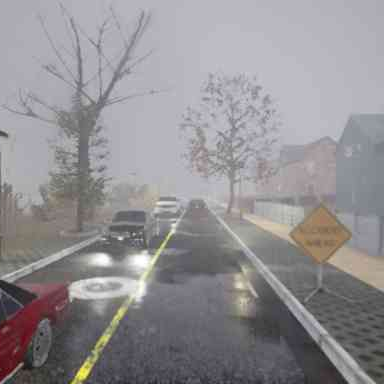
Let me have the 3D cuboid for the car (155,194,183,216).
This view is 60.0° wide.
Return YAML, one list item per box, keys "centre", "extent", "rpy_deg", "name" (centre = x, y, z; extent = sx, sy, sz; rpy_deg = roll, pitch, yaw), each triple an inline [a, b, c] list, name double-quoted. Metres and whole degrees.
- centre: [-2.368, 1.295, 33.069]
  extent: [2.150, 2.045, 5.566]
  rpy_deg: [0, 0, 1]
  name: "car"

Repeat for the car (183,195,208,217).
- centre: [0.482, 1.428, 32.766]
  extent: [2.097, 1.767, 4.553]
  rpy_deg: [0, 0, 1]
  name: "car"

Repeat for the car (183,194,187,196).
- centre: [-1.936, 1.394, 68.118]
  extent: [2.150, 2.045, 5.566]
  rpy_deg: [0, 0, 1]
  name: "car"

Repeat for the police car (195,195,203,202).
- centre: [1.833, 1.668, 83.855]
  extent: [1.930, 1.638, 5.238]
  rpy_deg: [0, 0, 1]
  name: "police car"

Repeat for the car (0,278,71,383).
- centre: [-2.839, 1.597, 2.949]
  extent: [1.895, 1.301, 4.718]
  rpy_deg: [0, 0, 1]
  name: "car"

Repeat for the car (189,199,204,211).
- centre: [0.606, 1.632, 43.816]
  extent: [1.812, 1.442, 4.674]
  rpy_deg: [0, 0, 1]
  name: "car"

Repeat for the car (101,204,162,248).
- centre: [-2.685, 1.527, 15.074]
  extent: [1.837, 1.490, 4.892]
  rpy_deg: [0, 0, 1]
  name: "car"

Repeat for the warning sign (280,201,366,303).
- centre: [2.580, 1.138, 6.724]
  extent: [1.300, 1.860, 1.060]
  rpy_deg: [0, 0, 1]
  name: "warning sign"

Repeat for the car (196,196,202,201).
- centre: [1.955, 1.807, 93.744]
  extent: [1.812, 1.442, 4.674]
  rpy_deg: [0, 0, 1]
  name: "car"
